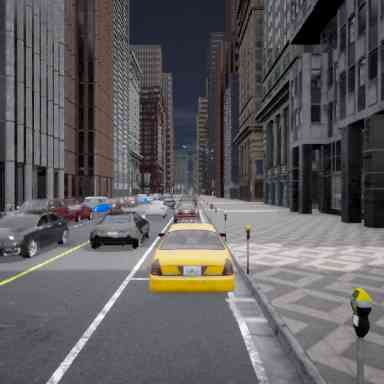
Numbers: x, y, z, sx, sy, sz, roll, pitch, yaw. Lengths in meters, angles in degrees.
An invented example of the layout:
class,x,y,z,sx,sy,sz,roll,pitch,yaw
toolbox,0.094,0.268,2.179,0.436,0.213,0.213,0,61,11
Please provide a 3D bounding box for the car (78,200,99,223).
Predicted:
class,x,y,z,sx,sy,sz,roll,pitch,yaw
car,-8.910,1.544,25.344,1.887,1.381,4.507,0,0,0

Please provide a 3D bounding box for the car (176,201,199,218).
class,x,y,z,sx,sy,sz,roll,pitch,yaw
car,-0.385,1.565,30.990,1.947,1.339,4.313,0,0,0

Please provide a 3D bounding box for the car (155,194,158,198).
class,x,y,z,sx,sy,sz,roll,pitch,yaw
car,-8.911,1.553,70.437,2.008,1.369,4.403,0,0,0

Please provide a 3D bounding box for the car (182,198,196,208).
class,x,y,z,sx,sy,sz,roll,pitch,yaw
car,-0.385,1.565,47.899,1.947,1.339,4.313,0,0,0

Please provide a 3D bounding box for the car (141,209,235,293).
class,x,y,z,sx,sy,sz,roll,pitch,yaw
car,0.005,1.456,8.840,1.801,1.575,5.366,0,0,0

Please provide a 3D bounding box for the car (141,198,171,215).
class,x,y,z,sx,sy,sz,roll,pitch,yaw
car,-3.145,1.525,30.073,1.812,1.442,4.674,0,0,0

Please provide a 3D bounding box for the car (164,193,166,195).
class,x,y,z,sx,sy,sz,roll,pitch,yaw
car,-8.912,1.324,87.347,2.192,1.841,5.009,0,0,0

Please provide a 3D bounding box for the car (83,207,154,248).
class,x,y,z,sx,sy,sz,roll,pitch,yaw
car,-3.045,1.563,14.771,1.994,1.385,4.181,0,0,0

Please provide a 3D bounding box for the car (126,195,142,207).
class,x,y,z,sx,sy,sz,roll,pitch,yaw
car,-8.911,1.439,47.891,1.967,1.590,4.097,0,0,0

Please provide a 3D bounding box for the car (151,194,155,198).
class,x,y,z,sx,sy,sz,roll,pitch,yaw
car,-8.911,1.526,64.631,1.752,1.417,4.829,0,0,0

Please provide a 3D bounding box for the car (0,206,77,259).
class,x,y,z,sx,sy,sz,roll,pitch,yaw
car,-6.246,1.504,12.642,1.837,1.490,4.892,0,0,0

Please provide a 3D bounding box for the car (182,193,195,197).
class,x,y,z,sx,sy,sz,roll,pitch,yaw
car,-0.386,1.314,36.627,2.192,1.841,5.009,0,0,0

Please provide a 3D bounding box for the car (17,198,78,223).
class,x,y,z,sx,sy,sz,roll,pitch,yaw
car,-8.911,1.314,19.706,2.192,1.841,5.009,0,0,0

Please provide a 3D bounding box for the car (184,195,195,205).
class,x,y,z,sx,sy,sz,roll,pitch,yaw
car,-0.386,1.439,59.171,1.967,1.590,4.097,0,0,0

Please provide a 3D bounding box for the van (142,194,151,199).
class,x,y,z,sx,sy,sz,roll,pitch,yaw
van,-8.911,1.340,59.164,1.690,1.788,3.998,0,0,0

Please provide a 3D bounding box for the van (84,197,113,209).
class,x,y,z,sx,sy,sz,roll,pitch,yaw
van,-8.911,1.340,30.980,1.690,1.788,3.998,0,0,0

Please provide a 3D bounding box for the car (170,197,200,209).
class,x,y,z,sx,sy,sz,roll,pitch,yaw
car,-0.386,1.439,25.353,1.967,1.590,4.097,0,0,0

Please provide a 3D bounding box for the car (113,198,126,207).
class,x,y,z,sx,sy,sz,roll,pitch,yaw
car,-8.911,1.439,36.617,1.967,1.590,4.097,0,0,0

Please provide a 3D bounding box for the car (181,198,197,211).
class,x,y,z,sx,sy,sz,roll,pitch,yaw
car,-0.385,1.544,42.263,1.887,1.381,4.507,0,0,0

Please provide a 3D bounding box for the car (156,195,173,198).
class,x,y,z,sx,sy,sz,roll,pitch,yaw
car,-3.046,1.490,43.110,2.128,1.511,4.902,0,0,0
